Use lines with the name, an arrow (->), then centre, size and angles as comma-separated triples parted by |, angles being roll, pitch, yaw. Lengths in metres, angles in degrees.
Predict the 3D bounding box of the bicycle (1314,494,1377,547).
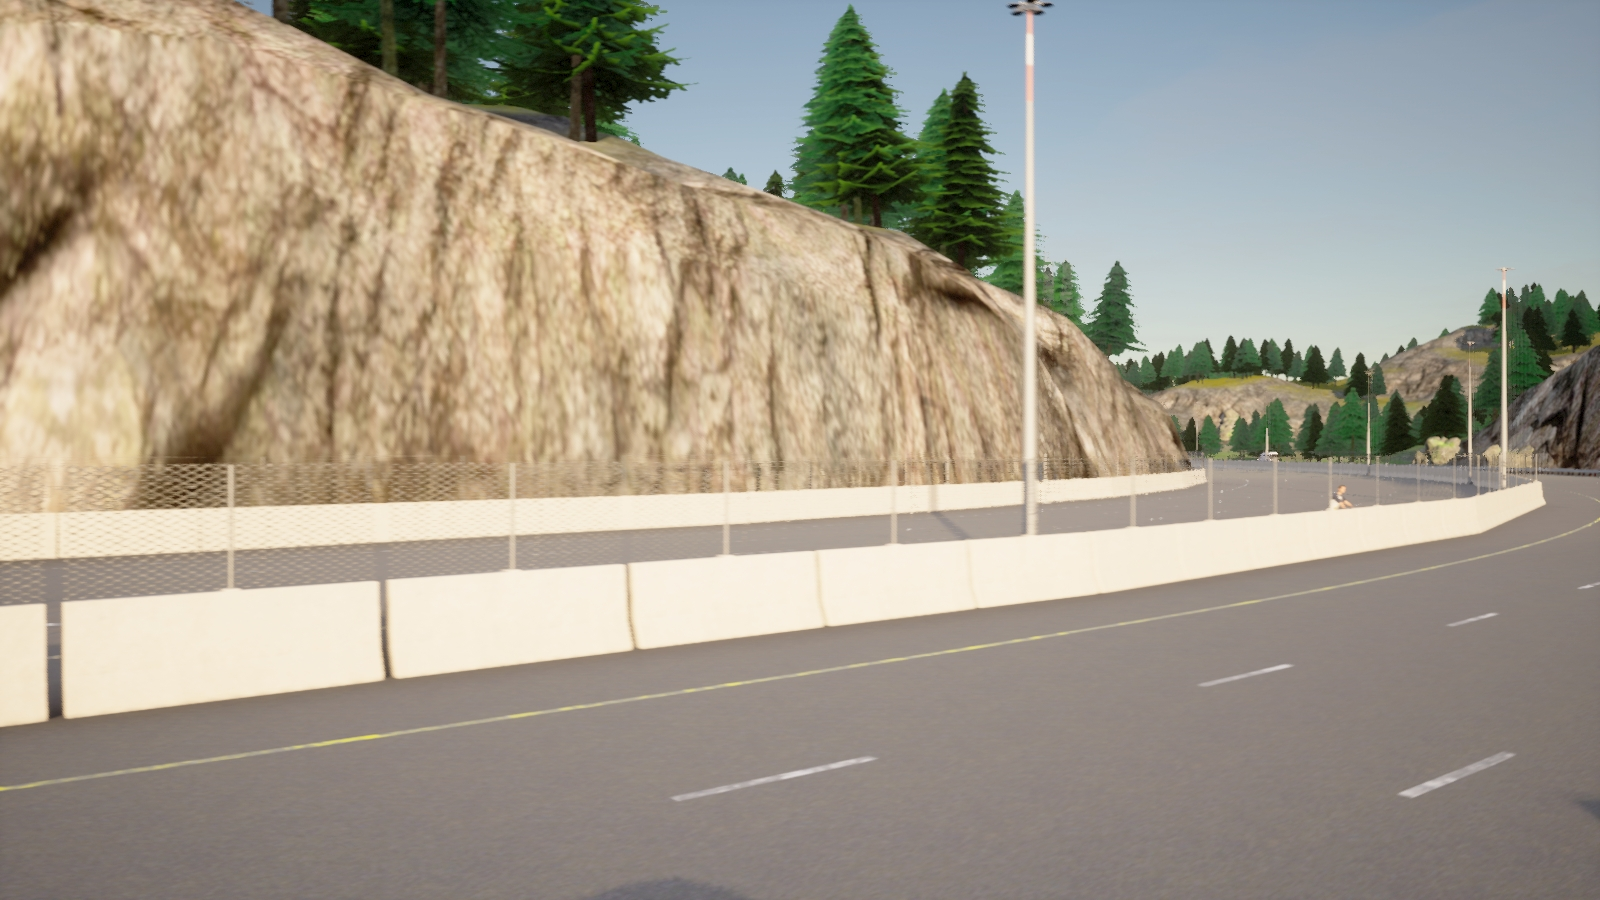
bicycle -> 16.033, 2.067, 33.611 | 0.373, 1.514, 1.643 | 4, -4, -42
